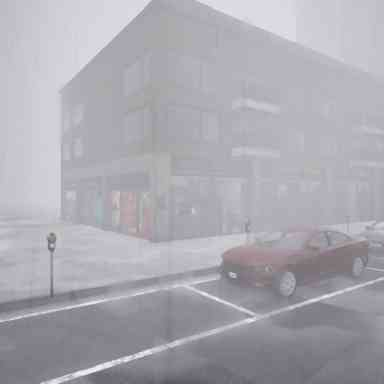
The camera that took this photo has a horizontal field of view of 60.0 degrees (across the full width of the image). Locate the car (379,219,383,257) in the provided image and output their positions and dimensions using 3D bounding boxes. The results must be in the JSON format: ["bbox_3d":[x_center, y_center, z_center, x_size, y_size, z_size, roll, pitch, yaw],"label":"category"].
[{"bbox_3d":[7.212,1.581,11.666,4.206,1.307,1.802,0,0,-35],"label":"car"}]

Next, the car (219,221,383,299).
[{"bbox_3d":[2.712,1.544,8.462,4.507,1.381,1.887,0,0,-35],"label":"car"}]
